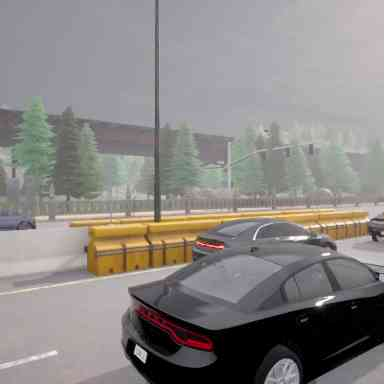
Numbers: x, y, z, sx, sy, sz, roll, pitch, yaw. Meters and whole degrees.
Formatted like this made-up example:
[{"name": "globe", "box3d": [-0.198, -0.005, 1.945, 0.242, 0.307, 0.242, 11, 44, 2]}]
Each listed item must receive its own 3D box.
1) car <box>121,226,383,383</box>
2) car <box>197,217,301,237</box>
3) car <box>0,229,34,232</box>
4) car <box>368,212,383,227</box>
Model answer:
[{"name": "car", "box3d": [1.494, 1.478, 4.812, 5.008, 1.535, 1.882, 0, 0, -36]}, {"name": "car", "box3d": [2.263, 1.505, 9.663, 4.892, 1.490, 1.837, 0, 0, -35]}, {"name": "car", "box3d": [-10.643, 1.576, 17.774, 4.181, 1.385, 1.994, 0, 0, -35]}, {"name": "car", "box3d": [9.931, 1.491, 15.135, 4.902, 1.511, 2.128, 0, 0, -36]}]
